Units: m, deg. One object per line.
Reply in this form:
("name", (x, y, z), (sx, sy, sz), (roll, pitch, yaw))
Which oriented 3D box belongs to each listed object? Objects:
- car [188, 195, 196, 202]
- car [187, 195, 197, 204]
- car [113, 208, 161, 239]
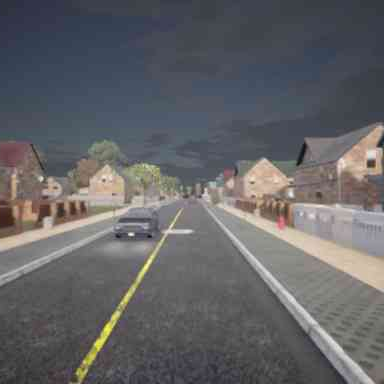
("car", (0.022, 1.590, 81.614), (2.097, 1.767, 4.553), (0, 0, 0))
("car", (0.019, 1.739, 71.217), (2.128, 1.511, 4.902), (0, 0, 0))
("car", (-2.760, 1.560, 17.826), (2.033, 1.411, 5.357), (0, 0, 0))
